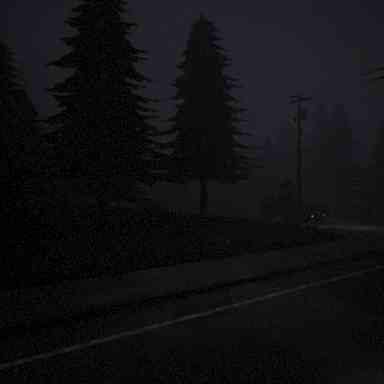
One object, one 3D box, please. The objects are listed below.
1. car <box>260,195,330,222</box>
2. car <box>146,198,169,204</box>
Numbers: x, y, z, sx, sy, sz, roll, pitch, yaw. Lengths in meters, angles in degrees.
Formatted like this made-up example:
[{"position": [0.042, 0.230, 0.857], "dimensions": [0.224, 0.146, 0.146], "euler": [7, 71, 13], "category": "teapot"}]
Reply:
[{"position": [7.684, 1.230, 25.471], "dimensions": [2.150, 2.045, 5.566], "euler": [0, 0, -33], "category": "car"}, {"position": [-4.902, 1.566, 44.290], "dimensions": [2.033, 1.411, 5.357], "euler": [0, 0, -34], "category": "car"}]
